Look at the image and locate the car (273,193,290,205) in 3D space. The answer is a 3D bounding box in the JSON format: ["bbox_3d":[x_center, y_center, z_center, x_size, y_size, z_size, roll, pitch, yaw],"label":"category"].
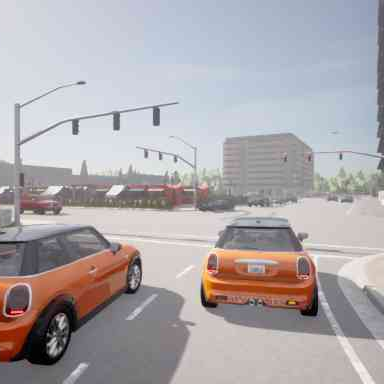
[{"bbox_3d":[15.648,1.492,60.261,2.128,1.511,4.902,0,0,28],"label":"car"}]

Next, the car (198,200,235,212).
[{"bbox_3d":[2.850,1.618,37.773,1.895,1.301,4.718,0,1,42],"label":"car"}]

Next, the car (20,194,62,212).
[{"bbox_3d":[-16.132,1.277,34.793,5.566,2.045,2.150,0,0,28],"label":"car"}]

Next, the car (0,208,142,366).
[{"bbox_3d":[-2.494,1.352,6.118,2.097,1.767,4.553,0,0,10],"label":"car"}]

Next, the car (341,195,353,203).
[{"bbox_3d":[32.097,1.595,68.987,1.895,1.301,4.718,0,0,27],"label":"car"}]

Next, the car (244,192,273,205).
[{"bbox_3d":[9.948,1.224,49.362,2.150,2.045,5.566,0,0,28],"label":"car"}]

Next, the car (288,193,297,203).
[{"bbox_3d":[20.652,1.225,69.738,2.150,2.045,5.566,0,0,27],"label":"car"}]

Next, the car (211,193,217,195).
[{"bbox_3d":[5.058,1.208,86.961,4.605,1.855,1.932,0,0,28],"label":"car"}]

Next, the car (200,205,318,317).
[{"bbox_3d":[1.622,1.352,7.828,2.097,1.767,4.553,0,0,14],"label":"car"}]

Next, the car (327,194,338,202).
[{"bbox_3d":[33.550,1.355,79.364,2.097,1.767,4.553,0,0,27],"label":"car"}]

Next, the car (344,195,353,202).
[{"bbox_3d":[36.687,1.500,77.809,1.837,1.490,4.892,0,0,27],"label":"car"}]
